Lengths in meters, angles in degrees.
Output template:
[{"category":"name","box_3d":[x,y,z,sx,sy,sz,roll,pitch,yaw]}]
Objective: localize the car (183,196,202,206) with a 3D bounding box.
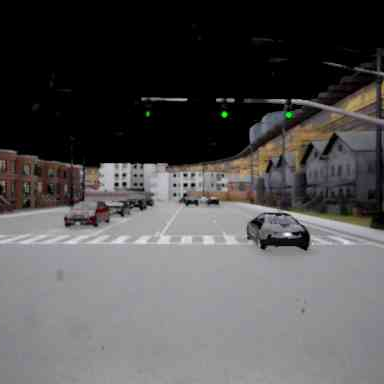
[{"category":"car","box_3d":[-0.020,1.403,55.032,2.097,1.767,4.553,0,0,-3]}]

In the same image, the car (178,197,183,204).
[{"category":"car","box_3d":[-1.183,1.609,65.153,2.033,1.411,5.357,0,0,-17]}]

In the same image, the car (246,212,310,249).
[{"category":"car","box_3d":[3.599,1.577,14.555,1.994,1.385,4.181,0,0,0]}]

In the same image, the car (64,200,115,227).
[{"category":"car","box_3d":[-7.086,1.373,22.901,2.097,1.767,4.553,0,0,0]}]

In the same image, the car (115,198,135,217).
[{"category":"car","box_3d":[-7.054,1.555,31.701,1.812,1.442,4.674,0,0,0]}]

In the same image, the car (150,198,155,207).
[{"category":"car","box_3d":[-7.004,1.596,52.442,2.033,1.411,5.357,0,0,0]}]

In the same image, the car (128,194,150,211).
[{"category":"car","box_3d":[-7.003,1.260,41.935,2.150,2.045,5.566,0,0,0]}]

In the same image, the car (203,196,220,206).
[{"category":"car","box_3d":[3.468,1.529,55.921,1.882,1.535,5.008,0,0,-3]}]
